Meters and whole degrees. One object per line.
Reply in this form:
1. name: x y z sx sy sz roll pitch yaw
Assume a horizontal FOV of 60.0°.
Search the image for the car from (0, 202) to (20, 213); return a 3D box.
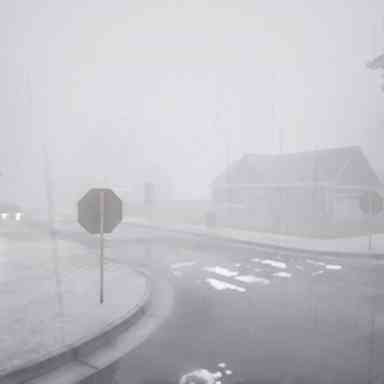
1. car: -23.723 1.978 43.247 1.895 1.301 4.718 0 -1 -36
